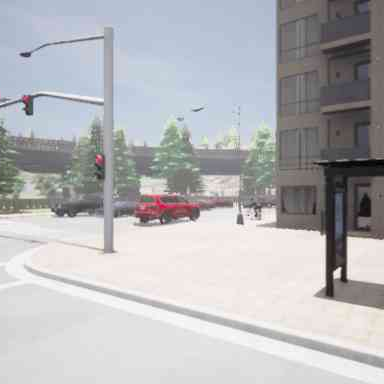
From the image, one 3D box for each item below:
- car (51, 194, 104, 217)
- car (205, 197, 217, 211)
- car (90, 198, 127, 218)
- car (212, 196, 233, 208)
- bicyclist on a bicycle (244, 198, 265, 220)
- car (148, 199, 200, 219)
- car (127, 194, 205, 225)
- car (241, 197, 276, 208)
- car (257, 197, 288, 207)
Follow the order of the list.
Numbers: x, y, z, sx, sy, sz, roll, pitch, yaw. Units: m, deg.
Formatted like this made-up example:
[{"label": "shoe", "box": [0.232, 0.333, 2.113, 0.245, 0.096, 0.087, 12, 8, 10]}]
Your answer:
[{"label": "car", "box": [-10.007, 1.167, 30.595, 2.150, 2.045, 5.566, 0, 0, 37]}, {"label": "car", "box": [0.369, 1.547, 37.991, 1.895, 1.301, 4.718, 0, 0, 43]}, {"label": "car", "box": [-6.074, 1.493, 30.050, 2.033, 1.411, 5.357, 0, 0, 37]}, {"label": "car", "box": [3.337, 1.298, 45.085, 4.553, 1.767, 2.097, 0, 0, -34]}, {"label": "bicyclist on a bicycle", "box": [4.544, 1.246, 24.313, 1.656, 1.620, 0.582, 0, 0, 36]}, {"label": "car", "box": [-1.523, 1.423, 30.012, 1.882, 1.535, 5.008, 0, 0, 37]}, {"label": "car", "box": [-1.673, 1.167, 23.924, 2.150, 2.045, 5.566, 0, 0, 36]}, {"label": "car", "box": [8.591, 1.451, 44.455, 4.892, 1.490, 1.837, 0, 0, -29]}, {"label": "car", "box": [12.087, 1.510, 49.982, 4.181, 1.385, 1.994, 0, 0, -20]}]
